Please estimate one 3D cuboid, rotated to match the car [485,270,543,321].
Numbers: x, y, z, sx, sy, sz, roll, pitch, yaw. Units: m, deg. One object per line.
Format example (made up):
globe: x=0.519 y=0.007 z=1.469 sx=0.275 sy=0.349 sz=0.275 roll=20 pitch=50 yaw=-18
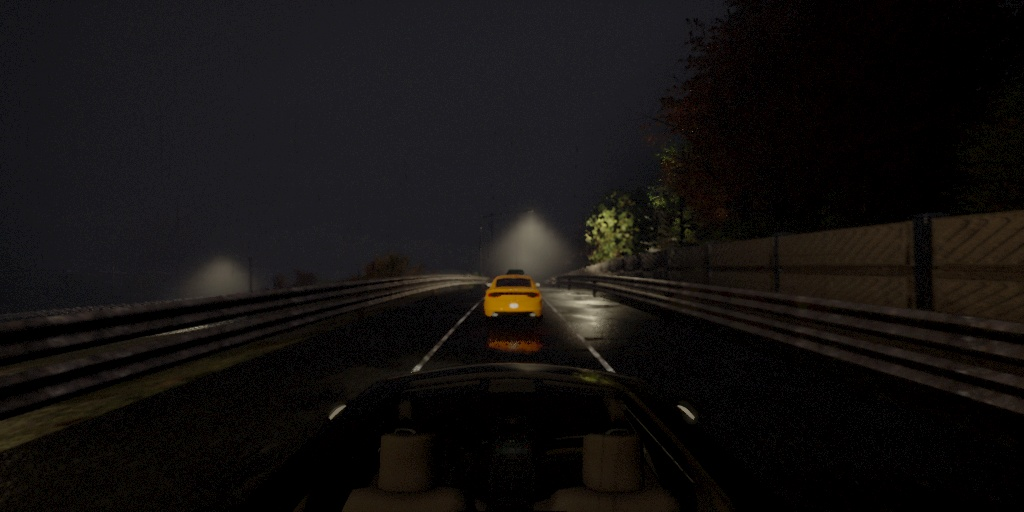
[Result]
car: x=0.056 y=1.445 z=13.415 sx=1.882 sy=1.535 sz=5.008 roll=0 pitch=-2 yaw=0
